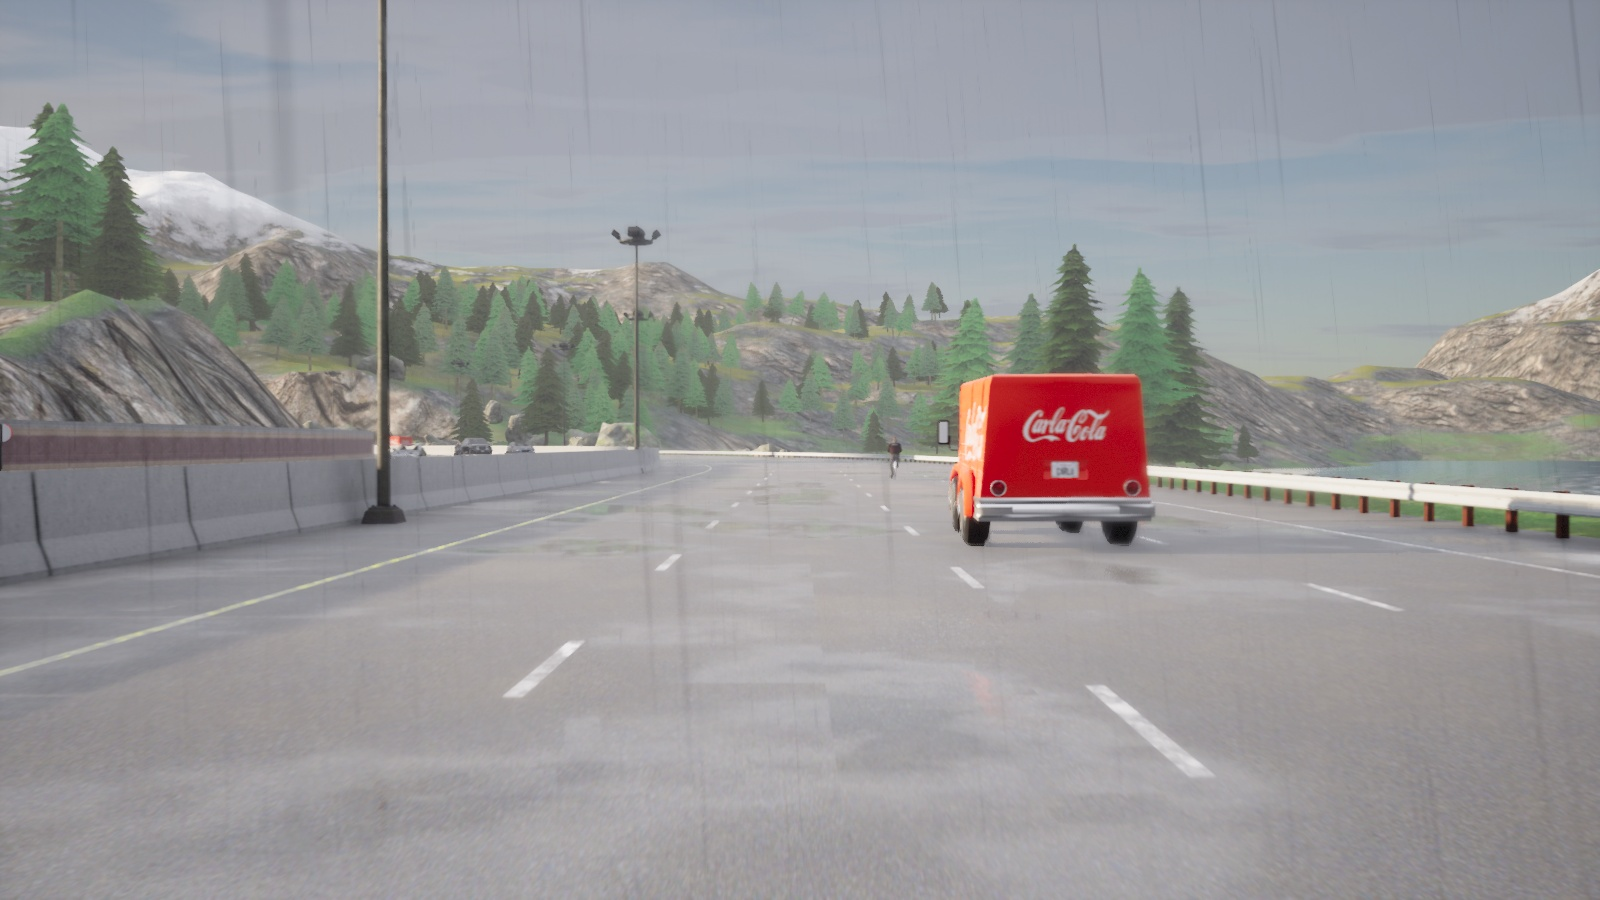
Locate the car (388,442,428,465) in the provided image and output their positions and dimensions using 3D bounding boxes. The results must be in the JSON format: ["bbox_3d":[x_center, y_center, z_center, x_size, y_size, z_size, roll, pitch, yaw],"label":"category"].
[{"bbox_3d":[-25.452,0.231,81.640,1.970,1.475,3.806,0,0,-8],"label":"car"}]

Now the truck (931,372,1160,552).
[{"bbox_3d":[3.631,0.151,19.793,2.627,2.467,5.204,0,0,0],"label":"truck"}]
